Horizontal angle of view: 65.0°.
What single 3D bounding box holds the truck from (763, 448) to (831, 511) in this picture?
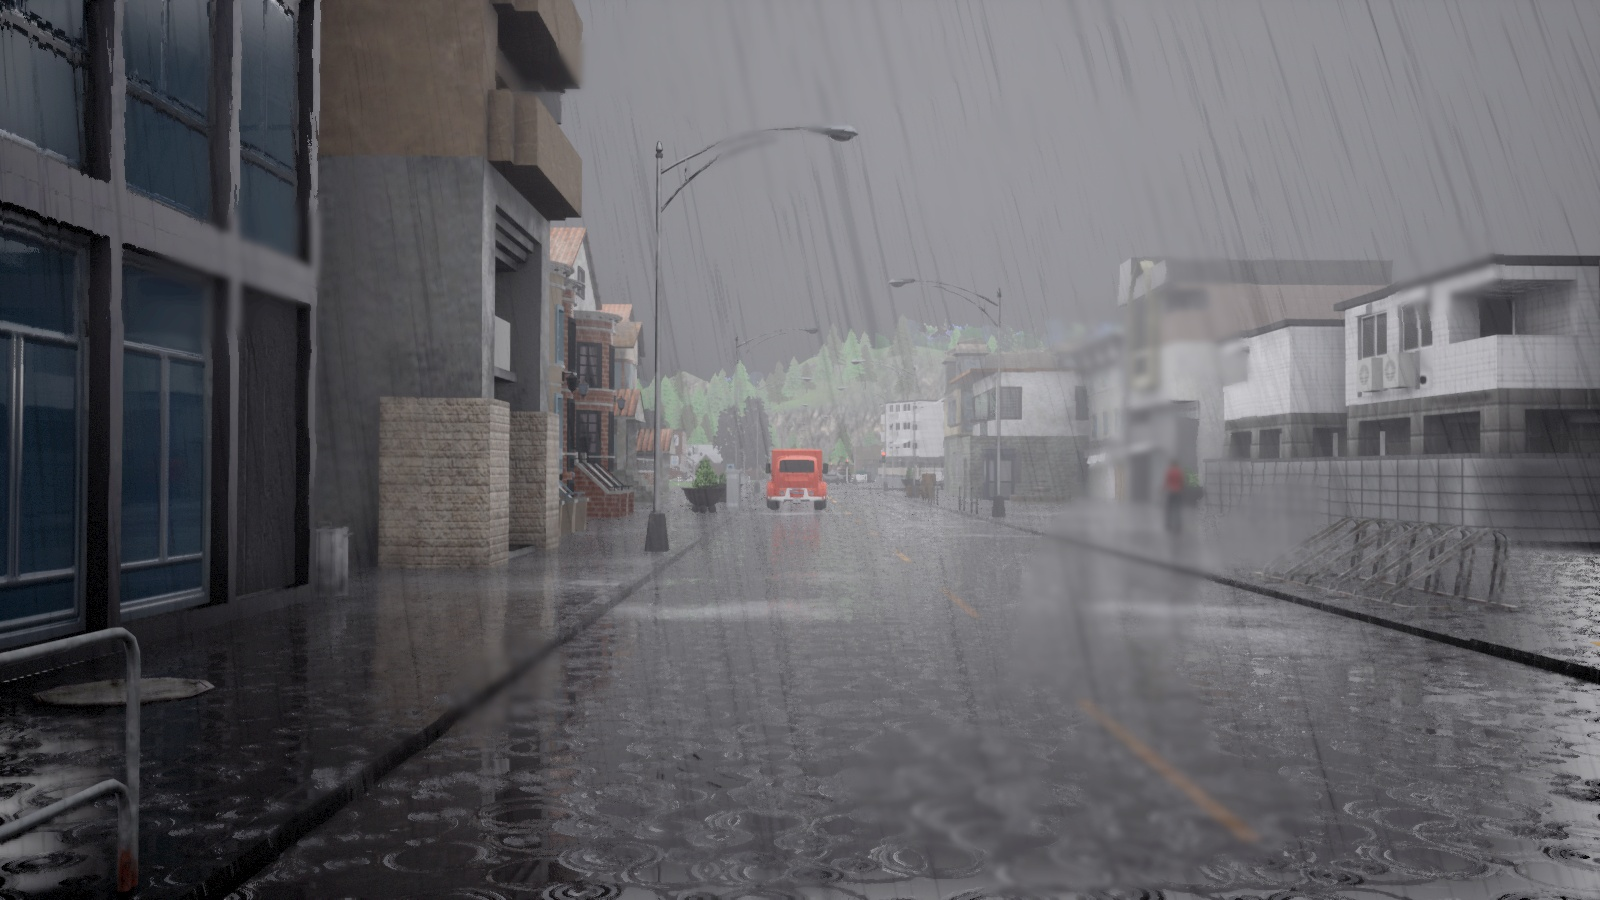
[{"bbox_3d":[-0.124,1.200,51.876,2.627,2.467,5.204,0,-1,0],"label":"truck"}]
